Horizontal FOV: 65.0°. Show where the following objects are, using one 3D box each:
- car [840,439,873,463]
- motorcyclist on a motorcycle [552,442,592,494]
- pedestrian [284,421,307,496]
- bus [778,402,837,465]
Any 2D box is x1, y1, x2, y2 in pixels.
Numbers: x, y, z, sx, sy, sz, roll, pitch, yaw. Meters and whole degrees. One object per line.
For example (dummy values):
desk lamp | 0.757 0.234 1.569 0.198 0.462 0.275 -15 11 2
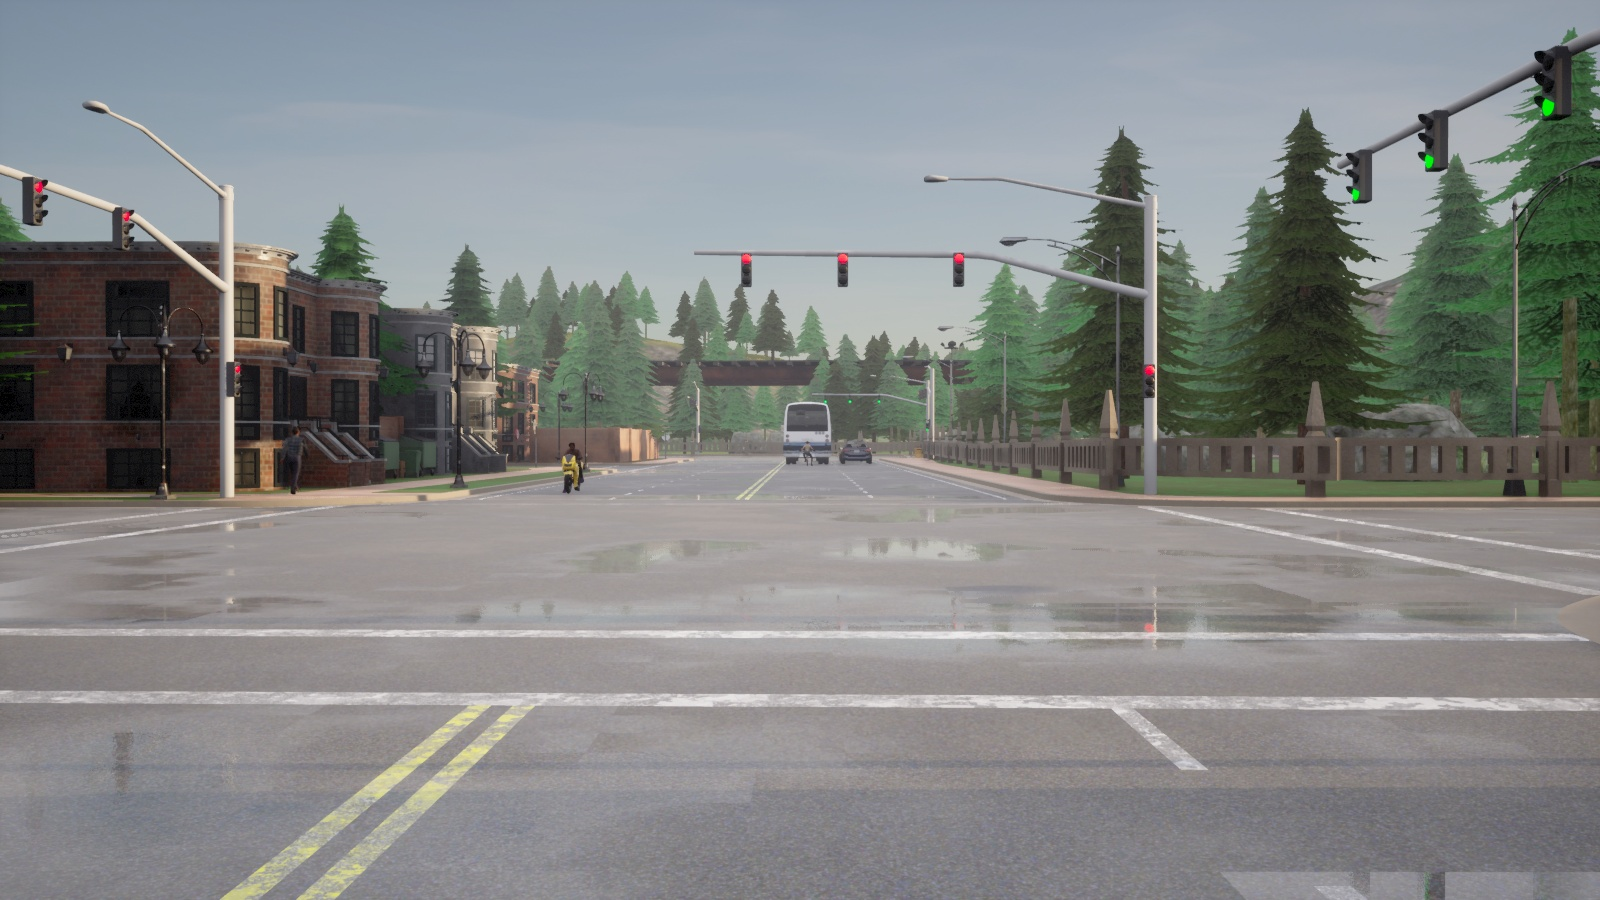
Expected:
car | 4.025 0.083 90.532 2.242 1.667 4.611 0 0 1
motorcyclist on a motorcycle | -6.774 0.512 37.430 0.797 1.523 2.044 0 0 0
pedestrian | -13.271 0.208 33.045 0.423 1.949 0.788 0 0 -10
bus | 0.524 -1.136 89.810 3.944 4.253 10.273 0 0 0
